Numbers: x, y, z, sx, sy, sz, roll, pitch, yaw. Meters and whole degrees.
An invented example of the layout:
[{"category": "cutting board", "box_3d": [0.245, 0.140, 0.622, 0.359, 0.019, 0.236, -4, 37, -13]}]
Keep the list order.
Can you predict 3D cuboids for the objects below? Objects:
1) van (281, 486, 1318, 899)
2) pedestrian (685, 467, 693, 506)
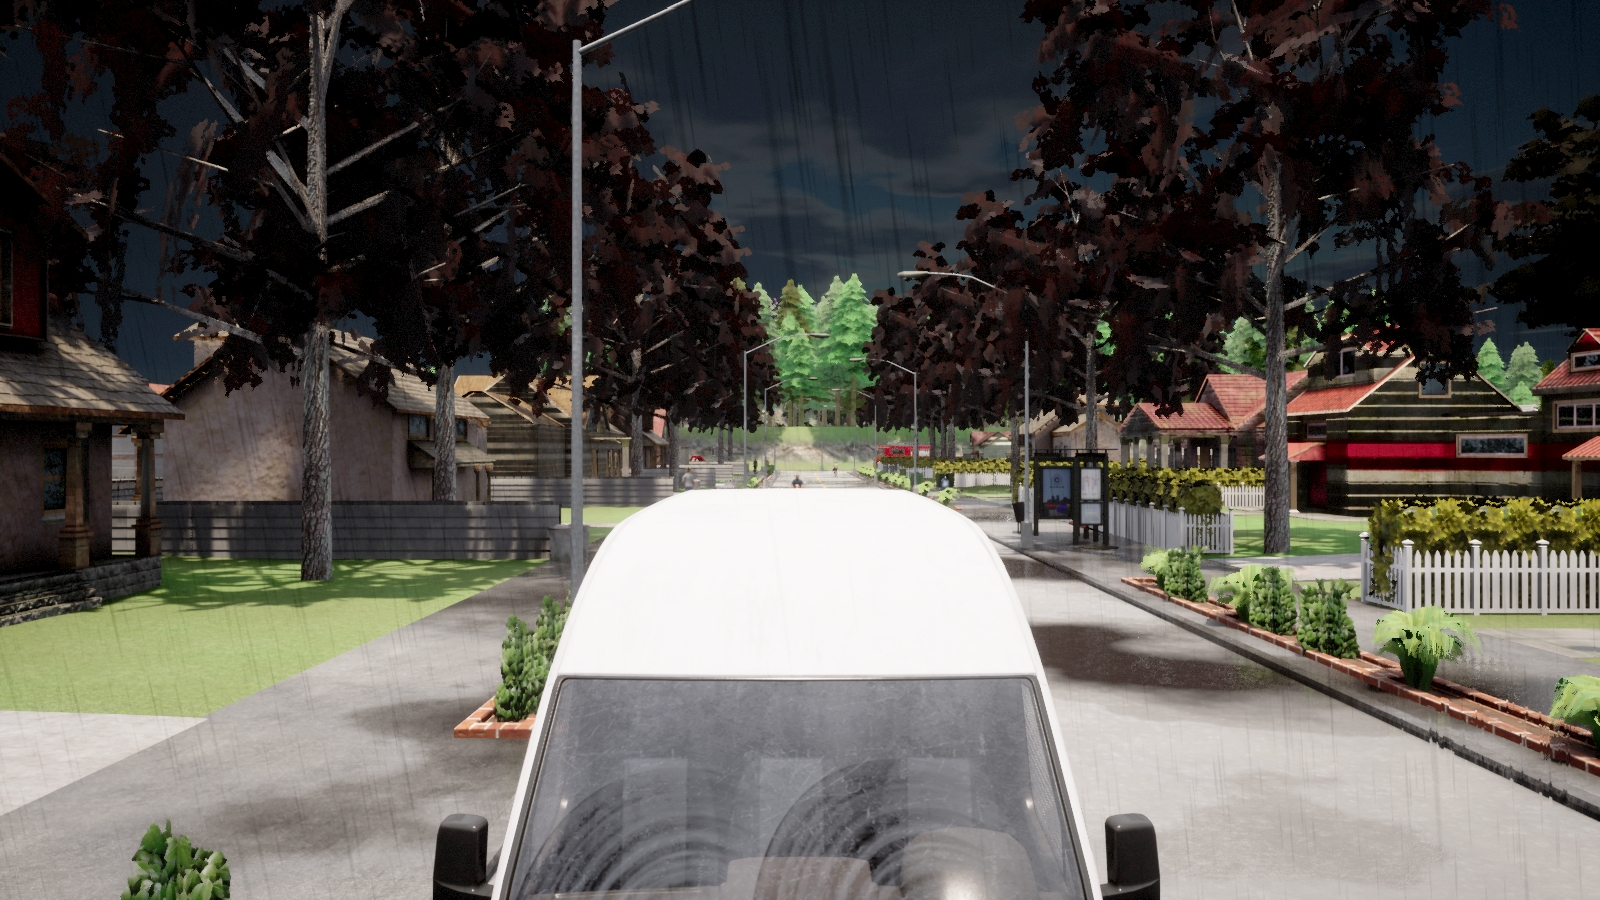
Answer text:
[{"category": "van", "box_3d": [-0.006, 1.534, 5.149, 1.988, 2.561, 5.915, 0, 0, 0]}, {"category": "pedestrian", "box_3d": [-5.331, 1.743, 54.961, 0.375, 1.860, 0.375, 0, 0, -5]}]
